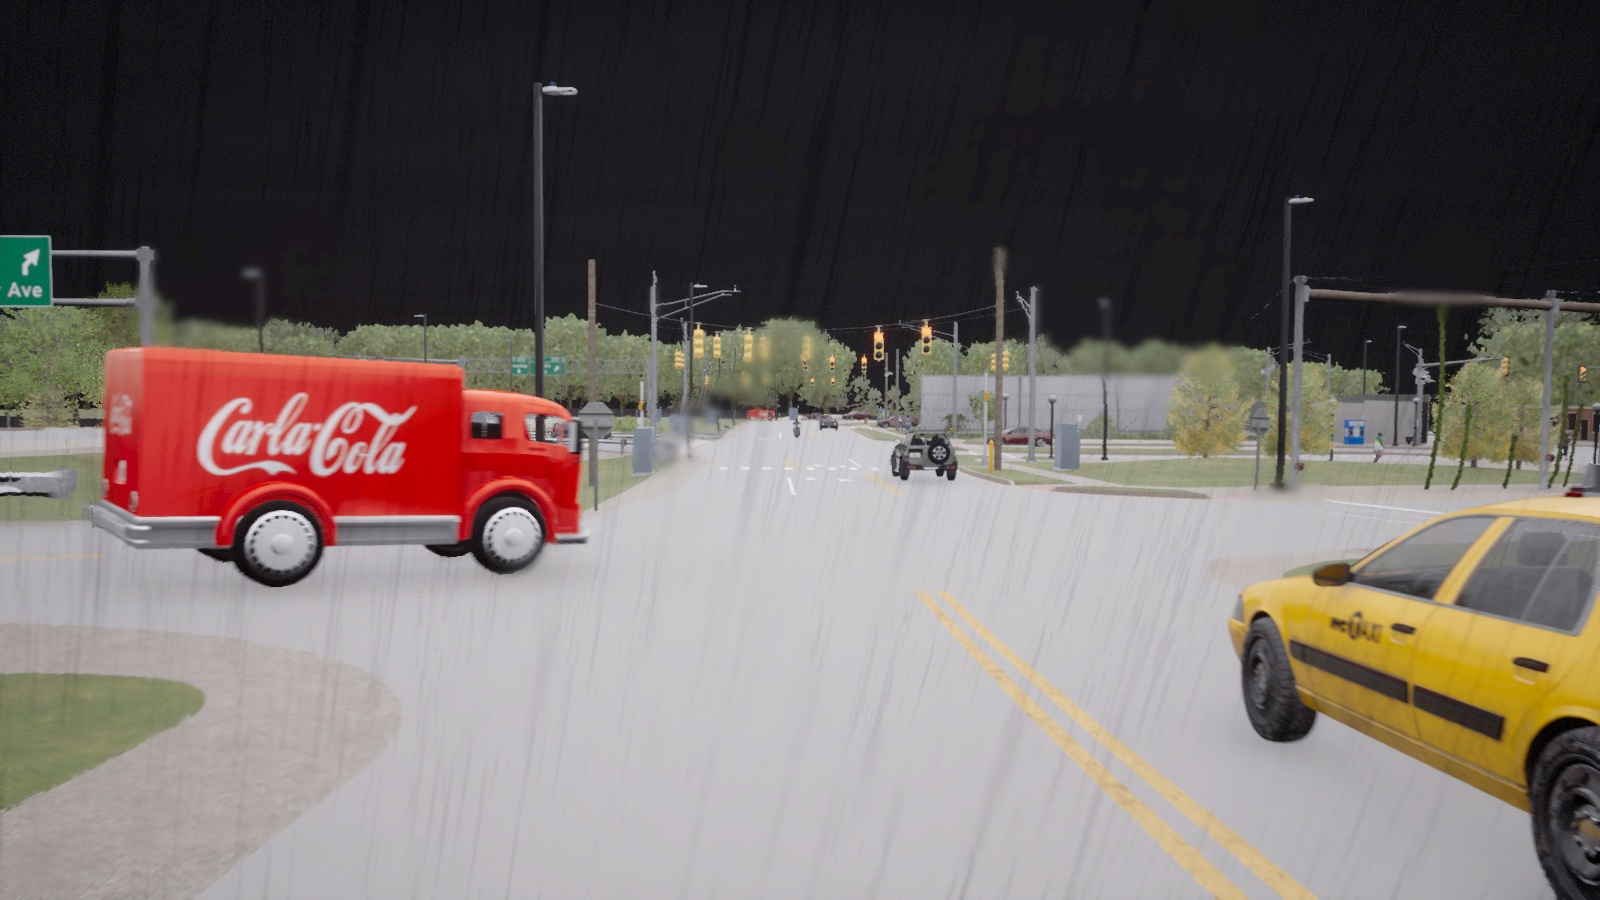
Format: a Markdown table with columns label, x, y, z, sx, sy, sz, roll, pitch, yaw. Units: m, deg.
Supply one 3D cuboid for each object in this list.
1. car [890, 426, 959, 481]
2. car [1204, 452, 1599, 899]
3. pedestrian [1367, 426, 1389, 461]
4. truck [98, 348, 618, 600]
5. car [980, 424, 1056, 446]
| label | x | y | z | sx | sy | sz | roll | pitch | yaw |
| --- | --- | --- | --- | --- | --- | --- | --- | --- | --- |
| car | 4.406 | 0.068 | 45.059 | 1.932 | 1.855 | 4.605 | 0 | 2 | -1 |
| car | 3.490 | 0.799 | 5.332 | 1.801 | 1.575 | 5.366 | 0 | 0 | 0 |
| pedestrian | 32.047 | -0.360 | 69.613 | 0.873 | 1.952 | 0.659 | 0 | 3 | -1 |
| truck | -5.141 | 0.221 | 14.887 | 5.204 | 2.467 | 2.627 | 1 | 2 | -37 |
| car | 14.947 | -1.034 | 86.326 | 4.792 | 1.488 | 2.163 | 0 | 2 | -4 |
